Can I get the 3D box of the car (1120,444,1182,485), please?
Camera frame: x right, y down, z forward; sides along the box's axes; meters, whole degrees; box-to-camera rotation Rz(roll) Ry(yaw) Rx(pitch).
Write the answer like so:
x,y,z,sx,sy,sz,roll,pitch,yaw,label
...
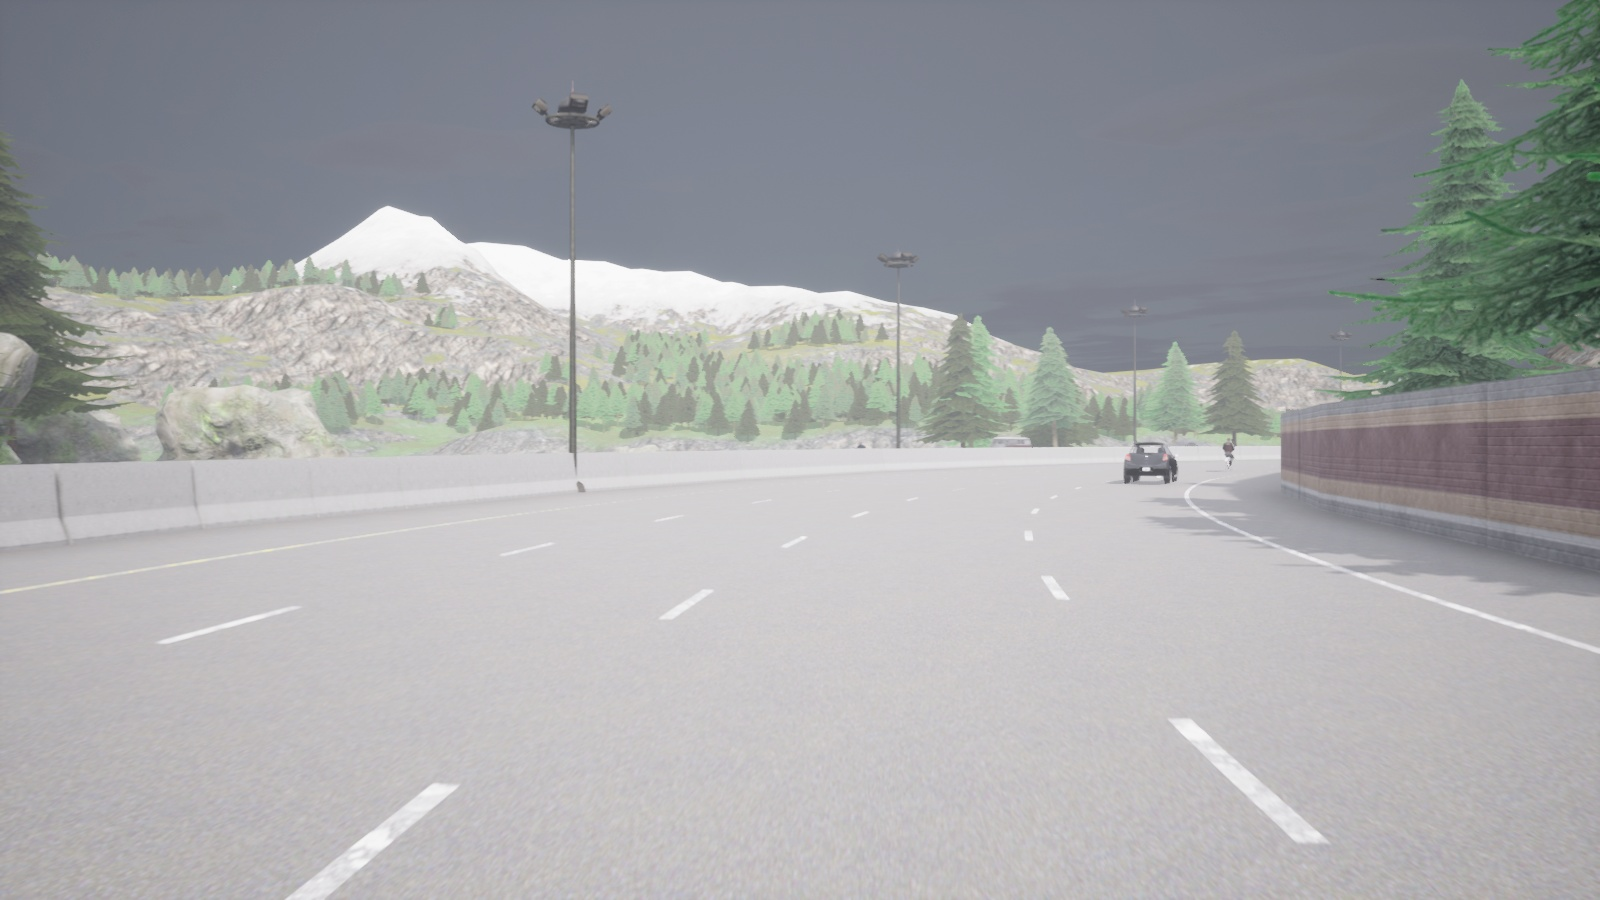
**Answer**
x,y,z,sx,sy,sz,roll,pitch,yaw,label
13.206,0.511,47.099,1.845,1.501,3.633,0,0,22,car
